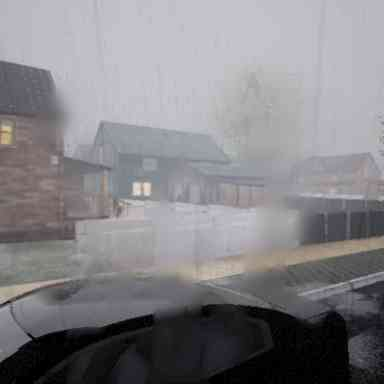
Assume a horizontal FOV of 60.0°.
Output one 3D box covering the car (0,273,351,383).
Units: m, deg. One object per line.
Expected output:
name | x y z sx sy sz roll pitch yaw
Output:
car | -0.831 1.485 2.478 5.008 1.535 1.882 1 0 -35
